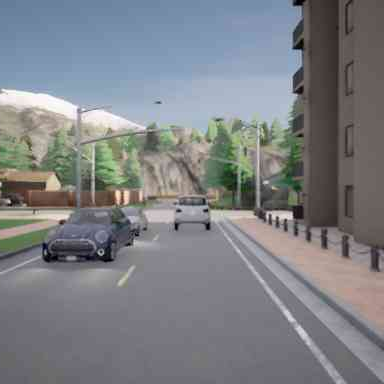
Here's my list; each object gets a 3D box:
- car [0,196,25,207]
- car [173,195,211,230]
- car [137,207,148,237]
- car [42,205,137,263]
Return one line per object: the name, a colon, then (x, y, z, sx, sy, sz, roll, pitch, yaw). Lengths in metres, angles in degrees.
car: (-24.984, 1.100, 45.821, 1.932, 1.855, 4.605, 0, 0, -1)
car: (-0.028, 1.202, 21.165, 2.150, 2.045, 5.566, 0, 0, -1)
car: (-3.499, 1.507, 17.991, 1.812, 1.442, 4.674, 0, 0, 0)
car: (-3.503, 1.338, 11.939, 2.097, 1.767, 4.553, 0, 0, 0)
